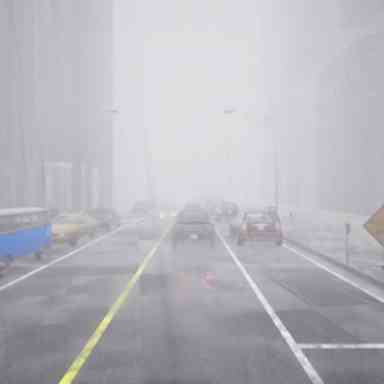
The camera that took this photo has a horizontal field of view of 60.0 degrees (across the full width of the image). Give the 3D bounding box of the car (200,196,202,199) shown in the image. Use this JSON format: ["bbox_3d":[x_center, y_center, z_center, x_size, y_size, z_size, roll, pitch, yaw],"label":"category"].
[{"bbox_3d":[2.802,1.760,55.139,1.887,1.381,4.507,0,0,0],"label":"car"}]

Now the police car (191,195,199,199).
[{"bbox_3d":[0.837,1.695,68.771,1.930,1.638,5.238,0,0,0],"label":"police car"}]

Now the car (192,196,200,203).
[{"bbox_3d":[0.828,1.816,78.660,1.837,1.490,4.892,0,0,0],"label":"car"}]

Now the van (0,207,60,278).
[{"bbox_3d":[-5.683,1.378,9.938,1.690,1.788,3.998,0,0,0],"label":"van"}]

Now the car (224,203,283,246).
[{"bbox_3d":[2.838,1.500,15.600,1.967,1.590,4.097,0,0,0],"label":"car"}]

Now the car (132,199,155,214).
[{"bbox_3d":[-5.707,1.713,38.181,1.947,1.339,4.313,0,0,0],"label":"car"}]

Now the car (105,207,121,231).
[{"bbox_3d":[-5.692,1.646,21.235,1.947,1.339,4.313,0,0,0],"label":"car"}]

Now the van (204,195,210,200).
[{"bbox_3d":[2.811,1.511,43.843,1.690,1.788,3.998,0,0,0],"label":"van"}]

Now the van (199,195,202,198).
[{"bbox_3d":[2.790,1.602,66.437,1.690,1.788,3.998,0,0,0],"label":"van"}]

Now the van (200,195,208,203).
[{"bbox_3d":[2.780,1.648,77.734,1.690,1.788,3.998,0,0,0],"label":"van"}]

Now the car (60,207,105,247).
[{"bbox_3d":[-5.686,1.583,15.416,1.752,1.417,4.829,0,0,0],"label":"car"}]

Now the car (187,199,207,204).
[{"bbox_3d":[0.059,1.684,31.207,1.994,1.385,4.181,0,0,0],"label":"car"}]

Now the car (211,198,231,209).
[{"bbox_3d":[2.827,1.543,26.897,1.967,1.590,4.097,0,0,0],"label":"car"}]

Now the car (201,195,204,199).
[{"bbox_3d":[2.807,1.633,49.491,1.967,1.590,4.097,0,0,0],"label":"car"}]

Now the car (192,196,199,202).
[{"bbox_3d":[0.823,1.840,84.660,1.837,1.490,4.892,0,0,0],"label":"car"}]

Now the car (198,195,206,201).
[{"bbox_3d":[2.765,1.686,94.680,2.192,1.841,5.009,0,0,0],"label":"car"}]

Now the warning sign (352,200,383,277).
[{"bbox_3d":[5.066,1.149,8.658,1.300,1.860,1.060,0,0,0],"label":"warning sign"}]

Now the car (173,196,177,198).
[{"bbox_3d":[-5.754,1.895,89.021,1.887,1.381,4.507,0,0,0],"label":"car"}]

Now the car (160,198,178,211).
[{"bbox_3d":[-3.132,1.772,44.355,1.895,1.301,4.718,0,0,0],"label":"car"}]

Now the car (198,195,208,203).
[{"bbox_3d":[2.775,1.644,83.383,2.192,1.841,5.009,0,0,0],"label":"car"}]

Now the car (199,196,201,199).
[{"bbox_3d":[2.797,1.804,60.788,1.947,1.339,4.313,0,0,0],"label":"car"}]

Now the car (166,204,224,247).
[{"bbox_3d":[0.072,1.550,15.395,2.128,1.511,4.902,0,0,0],"label":"car"}]

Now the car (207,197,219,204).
[{"bbox_3d":[2.822,1.565,32.545,1.967,1.590,4.097,0,0,0],"label":"car"}]

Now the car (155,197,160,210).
[{"bbox_3d":[-5.712,1.714,43.830,1.887,1.381,4.507,0,0,0],"label":"car"}]

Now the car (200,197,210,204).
[{"bbox_3d":[2.786,1.828,72.085,1.887,1.381,4.507,0,0,0],"label":"car"}]

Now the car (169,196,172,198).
[{"bbox_3d":[-5.733,1.811,66.425,2.008,1.369,4.403,0,0,0],"label":"car"}]

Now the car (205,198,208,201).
[{"bbox_3d":[2.818,1.692,38.193,1.887,1.381,4.507,0,0,0],"label":"car"}]
